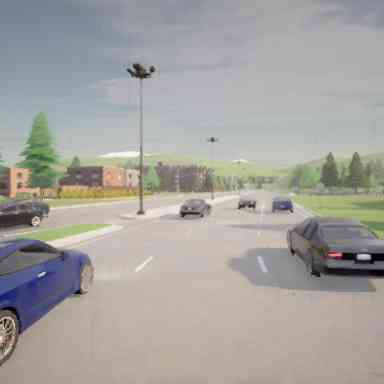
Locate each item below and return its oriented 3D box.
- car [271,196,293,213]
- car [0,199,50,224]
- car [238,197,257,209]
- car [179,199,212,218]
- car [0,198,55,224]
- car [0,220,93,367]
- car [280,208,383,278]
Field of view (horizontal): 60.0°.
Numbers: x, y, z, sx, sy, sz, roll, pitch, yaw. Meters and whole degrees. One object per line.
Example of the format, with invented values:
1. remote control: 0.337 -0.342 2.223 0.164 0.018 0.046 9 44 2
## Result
1. car: 8.774 1.158 32.583 1.882 1.535 5.008 0 1 13
2. car: -10.265 1.332 18.175 1.837 1.490 4.892 0 1 15
3. car: 6.351 1.232 37.776 1.895 1.301 4.718 0 1 13
4. car: 0.377 1.283 27.141 2.033 1.411 5.357 0 1 13
5. car: -12.364 1.262 24.046 2.128 1.511 4.902 0 1 13
6. car: -3.215 1.472 5.551 1.812 1.442 4.674 0 1 3
7. car: 4.084 1.450 9.806 2.033 1.411 5.357 0 1 7
